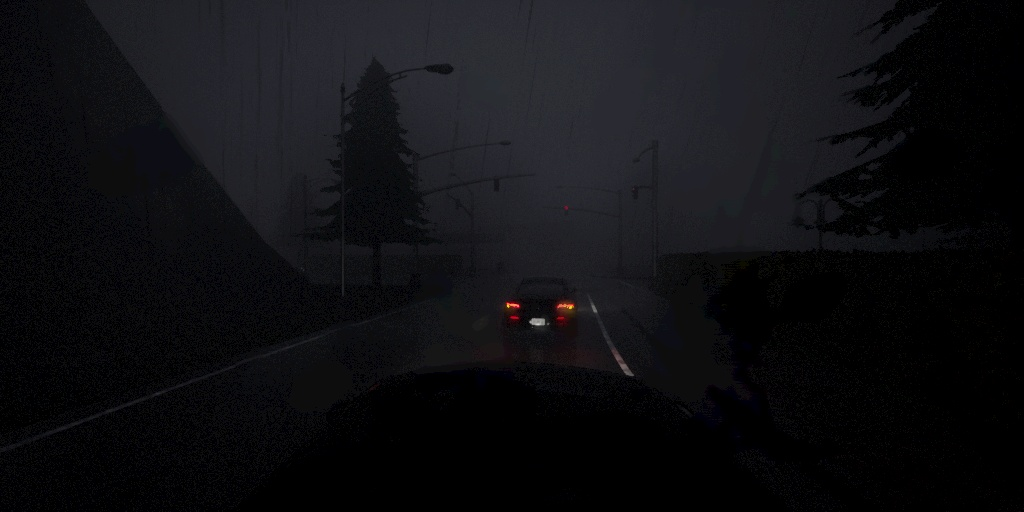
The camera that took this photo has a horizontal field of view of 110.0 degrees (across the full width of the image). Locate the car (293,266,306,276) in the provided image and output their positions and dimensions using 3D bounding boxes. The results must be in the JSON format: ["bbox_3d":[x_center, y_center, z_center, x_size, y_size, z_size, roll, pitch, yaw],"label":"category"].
[{"bbox_3d":[-18.893,1.099,28.558,4.553,1.767,2.097,0,0,10],"label":"car"}]

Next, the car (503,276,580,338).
[{"bbox_3d":[0.927,1.275,10.119,1.812,1.442,4.674,0,0,9],"label":"car"}]

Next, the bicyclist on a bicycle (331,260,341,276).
[{"bbox_3d":[-17.340,1.200,35.410,0.582,1.620,1.656,0,0,8],"label":"bicyclist on a bicycle"}]
